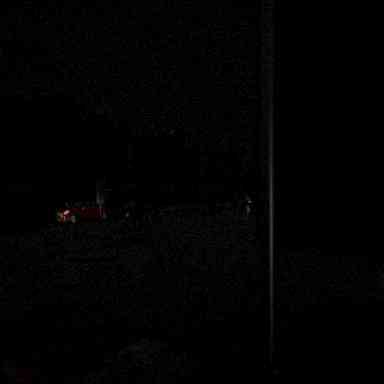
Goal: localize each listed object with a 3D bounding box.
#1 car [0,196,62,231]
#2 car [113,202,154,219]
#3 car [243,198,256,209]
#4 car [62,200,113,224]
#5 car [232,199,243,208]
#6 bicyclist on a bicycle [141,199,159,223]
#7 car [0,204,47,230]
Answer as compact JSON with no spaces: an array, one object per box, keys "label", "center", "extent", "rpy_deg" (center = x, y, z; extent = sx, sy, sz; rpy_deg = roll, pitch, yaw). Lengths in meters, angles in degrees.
[{"label":"car","center":[-10.365,1.239,18.162],"extent":[2.150,2.045,5.566],"rpy_deg":[0,0,33]},{"label":"car","center":[-5.224,1.544,29.460],"extent":[1.887,1.381,4.507],"rpy_deg":[0,0,36]},{"label":"car","center":[9.273,1.474,45.102],"extent":[2.128,1.511,4.902],"rpy_deg":[0,0,36]},{"label":"car","center":[-8.404,1.445,25.015],"extent":[1.967,1.590,4.097],"rpy_deg":[0,0,36]},{"label":"car","center":[7.392,1.505,47.099],"extent":[1.752,1.417,4.829],"rpy_deg":[0,0,36]},{"label":"bicyclist on a bicycle","center":[-2.909,1.310,22.994],"extent":[1.656,1.620,0.582],"rpy_deg":[0,0,36]},{"label":"car","center":[-11.580,1.555,20.570],"extent":[1.887,1.381,4.507],"rpy_deg":[0,0,36]}]
